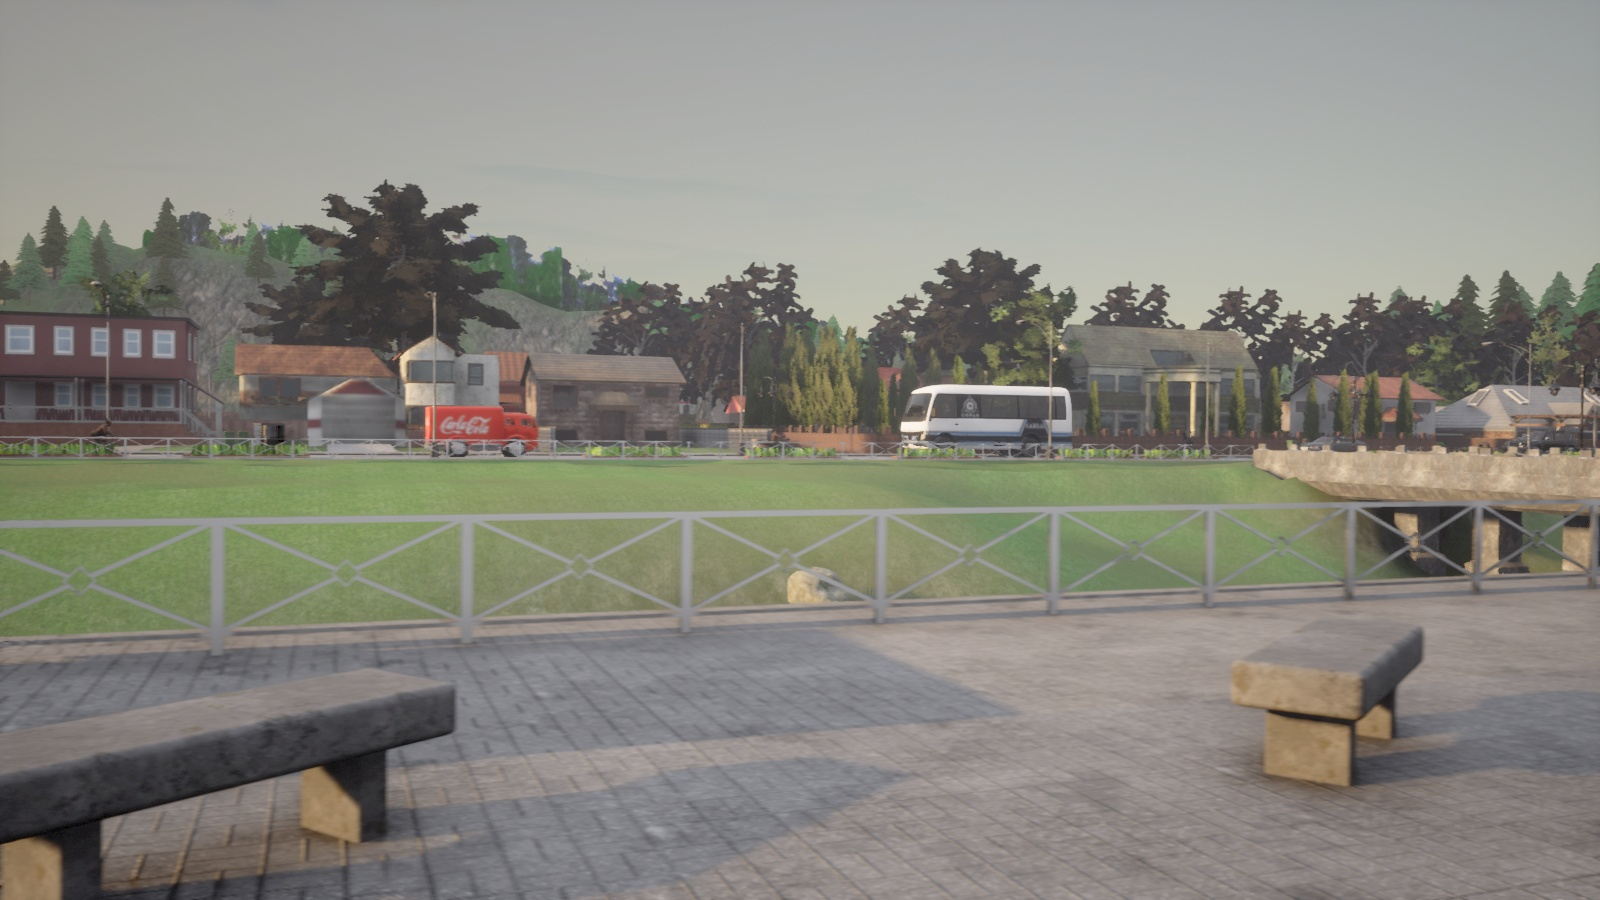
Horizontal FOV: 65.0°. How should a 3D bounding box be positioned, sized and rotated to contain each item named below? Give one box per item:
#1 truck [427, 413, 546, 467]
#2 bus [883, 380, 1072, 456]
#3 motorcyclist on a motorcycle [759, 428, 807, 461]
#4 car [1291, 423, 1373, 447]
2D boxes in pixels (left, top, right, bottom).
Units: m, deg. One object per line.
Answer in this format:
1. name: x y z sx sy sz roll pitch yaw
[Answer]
1. truck: -14.949 -0.500 59.805 5.204 2.467 2.627 -1 1 -21
2. bus: 10.412 -1.889 73.695 10.273 4.253 3.944 -1 1 -21
3. motorcyclist on a motorcycle: -0.902 -0.301 65.140 2.350 1.649 0.766 -1 1 -21
4. car: 35.197 -0.977 83.115 4.902 1.511 2.128 -1 1 -21
